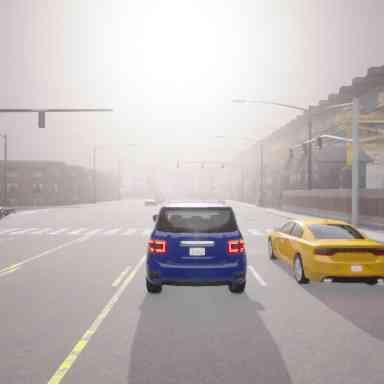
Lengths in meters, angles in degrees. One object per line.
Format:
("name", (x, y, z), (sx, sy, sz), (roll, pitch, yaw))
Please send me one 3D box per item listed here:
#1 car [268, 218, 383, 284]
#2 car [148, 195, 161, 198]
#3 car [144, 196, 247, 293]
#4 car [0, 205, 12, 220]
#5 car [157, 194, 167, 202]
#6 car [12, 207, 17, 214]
("car", (3.565, 1.502, 9.667), (1.882, 1.535, 5.008), (0, 0, 0))
("car", (-7.070, 1.606, 57.977), (2.033, 1.411, 5.357), (0, 0, 0))
("car", (0.065, 1.236, 9.041), (2.150, 2.045, 5.566), (0, 0, -1))
("car", (-17.025, 1.341, 26.018), (4.553, 1.767, 2.097), (0, 0, 10))
("car", (-6.995, 1.441, 77.908), (2.097, 1.767, 4.553), (0, 0, 0))
("car", (-19.080, 1.537, 30.368), (5.357, 1.411, 2.033), (0, 0, -2))
